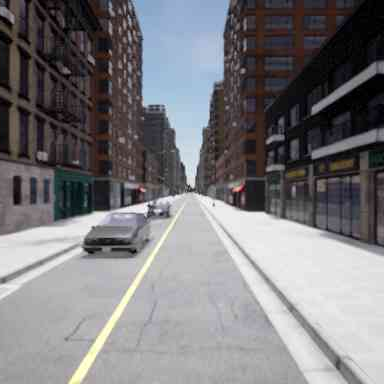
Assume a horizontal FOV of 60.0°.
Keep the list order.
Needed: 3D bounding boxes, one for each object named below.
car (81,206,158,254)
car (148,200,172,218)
[{"bbox_3d":[-2.810,1.534,13.659,2.033,1.411,5.357,0,0,0],"label":"car"},{"bbox_3d":[-2.771,1.465,29.426,2.128,1.511,4.902,0,0,0],"label":"car"}]
